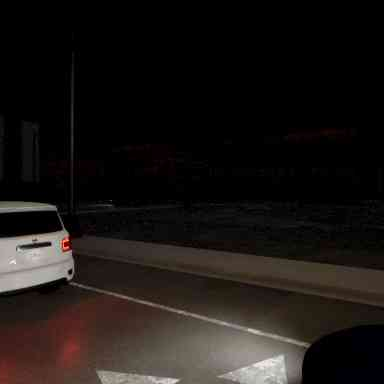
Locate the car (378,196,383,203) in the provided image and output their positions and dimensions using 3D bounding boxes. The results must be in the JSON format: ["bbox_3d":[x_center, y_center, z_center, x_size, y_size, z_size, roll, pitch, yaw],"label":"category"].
[{"bbox_3d":[39.921,1.527,67.903,2.038,1.542,4.974,1,1,6],"label":"car"}]

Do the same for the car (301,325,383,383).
[{"bbox_3d":[3.000,1.516,1.847,4.674,1.442,1.812,0,0,35],"label":"car"}]

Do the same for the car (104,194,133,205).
[{"bbox_3d":[-11.268,1.164,51.372,1.837,1.490,4.892,1,1,36],"label":"car"}]

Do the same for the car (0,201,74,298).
[{"bbox_3d":[-5.037,1.220,7.580,5.566,2.045,2.150,0,0,35],"label":"car"}]

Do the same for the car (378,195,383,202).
[{"bbox_3d":[39.928,1.369,67.953,1.853,1.218,4.536,1,1,6],"label":"car"}]
